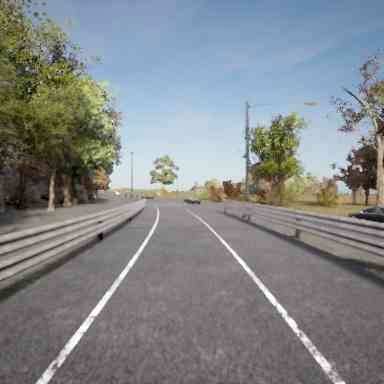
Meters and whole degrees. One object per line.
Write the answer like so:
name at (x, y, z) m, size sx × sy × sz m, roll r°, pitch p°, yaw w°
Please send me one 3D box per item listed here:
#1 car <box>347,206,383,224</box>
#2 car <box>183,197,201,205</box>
car at (12.920, 1.697, 22.809) m, size 1.837 × 1.490 × 4.892 m, roll 0°, pitch 0°, yaw -19°
car at (-0.097, 1.597, 60.595) m, size 1.895 × 1.301 × 4.718 m, roll 1°, pitch 0°, yaw -19°
